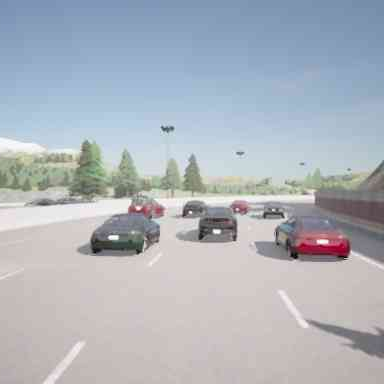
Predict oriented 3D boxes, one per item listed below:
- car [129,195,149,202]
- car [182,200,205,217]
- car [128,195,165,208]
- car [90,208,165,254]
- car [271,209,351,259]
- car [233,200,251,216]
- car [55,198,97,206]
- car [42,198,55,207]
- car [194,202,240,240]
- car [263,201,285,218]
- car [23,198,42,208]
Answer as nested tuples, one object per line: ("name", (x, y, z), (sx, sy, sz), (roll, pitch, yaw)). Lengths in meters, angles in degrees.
("car", (-11.235, 1.384, 70.851), (1.837, 1.490, 4.892), (0, 0, 26))
("car", (0.449, 1.499, 30.901), (1.837, 1.490, 4.892), (0, 0, 13))
("car", (-3.761, 1.335, 28.053), (2.097, 1.767, 4.553), (0, 0, 12))
("car", (-2.525, 1.554, 13.566), (1.994, 1.385, 4.181), (0, 0, 6))
("car", (4.417, 1.573, 12.736), (1.994, 1.385, 4.181), (0, 0, 6))
("car", (5.040, 1.532, 34.711), (1.812, 1.442, 4.674), (0, 0, 15))
("car", (-12.565, 1.503, 37.474), (2.033, 1.411, 5.357), (0, 0, 15))
("car", (-15.402, 1.452, 40.232), (1.837, 1.490, 4.892), (0, 0, 16))
("car", (1.419, 1.505, 17.106), (1.837, 1.490, 4.892), (0, 0, 8))
("car", (7.508, 1.561, 30.546), (2.033, 1.411, 5.357), (0, 0, 14))
("car", (-18.721, 1.463, 41.386), (1.812, 1.442, 4.674), (0, 0, 16))
